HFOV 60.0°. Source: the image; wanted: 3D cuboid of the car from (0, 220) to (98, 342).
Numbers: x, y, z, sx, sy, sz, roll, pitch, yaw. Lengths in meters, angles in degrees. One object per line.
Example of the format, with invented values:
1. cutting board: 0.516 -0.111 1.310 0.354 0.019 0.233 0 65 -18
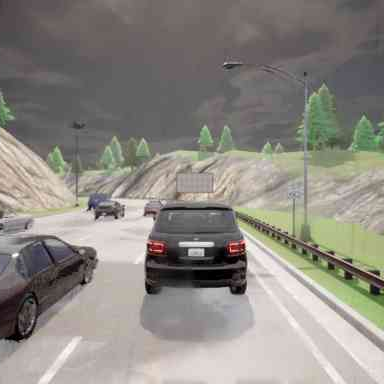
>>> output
1. car: -3.398 1.547 6.412 2.033 1.411 5.357 0 0 0

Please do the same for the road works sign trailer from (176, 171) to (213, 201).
1. road works sign trailer: 0.186 0.464 21.599 2.380 3.560 2.880 0 0 0

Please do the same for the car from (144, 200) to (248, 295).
1. car: 0.087 1.221 8.884 2.150 2.045 5.566 0 0 0

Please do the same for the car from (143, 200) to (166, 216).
1. car: -3.665 1.564 33.021 1.994 1.385 4.181 0 0 -3

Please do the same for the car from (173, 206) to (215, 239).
1. car: 0.088 1.559 18.102 1.994 1.385 4.181 0 0 0

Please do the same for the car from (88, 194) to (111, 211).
1. car: -11.201 1.216 40.579 2.150 2.045 5.566 0 -1 -6

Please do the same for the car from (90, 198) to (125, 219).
1. car: -7.001 1.503 28.672 1.837 1.490 4.892 0 0 -1

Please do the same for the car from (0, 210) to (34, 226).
1. car: -10.424 1.601 17.973 1.895 1.301 4.718 0 0 0
